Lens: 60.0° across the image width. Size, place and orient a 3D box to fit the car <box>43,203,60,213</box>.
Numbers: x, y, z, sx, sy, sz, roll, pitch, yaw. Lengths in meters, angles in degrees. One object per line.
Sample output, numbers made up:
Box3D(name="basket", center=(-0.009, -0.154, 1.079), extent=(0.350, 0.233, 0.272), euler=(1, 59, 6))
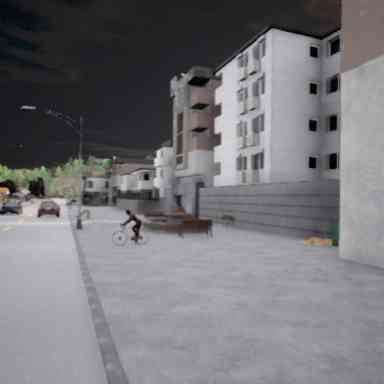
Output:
Box3D(name="car", center=(-19.502, 2.172, 46.290), extent=(1.895, 1.301, 4.718), euler=(1, -1, -21))

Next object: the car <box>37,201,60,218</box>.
Box3D(name="car", center=(-15.477, 1.793, 36.041), extent=(2.097, 1.767, 4.553), euler=(1, -1, -21))

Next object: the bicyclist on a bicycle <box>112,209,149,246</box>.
Box3D(name="bicyclist on a bicycle", center=(-2.743, 1.604, 14.957), extent=(1.656, 1.620, 0.582), euler=(1, -1, -21))

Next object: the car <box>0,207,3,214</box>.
Box3D(name="car", center=(-14.697, 1.680, 22.574), extent=(2.128, 1.511, 4.902), euler=(1, -1, -21))

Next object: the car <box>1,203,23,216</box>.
Box3D(name="car", center=(-20.802, 1.942, 38.541), extent=(2.033, 1.411, 5.357), euler=(1, -1, -21))
